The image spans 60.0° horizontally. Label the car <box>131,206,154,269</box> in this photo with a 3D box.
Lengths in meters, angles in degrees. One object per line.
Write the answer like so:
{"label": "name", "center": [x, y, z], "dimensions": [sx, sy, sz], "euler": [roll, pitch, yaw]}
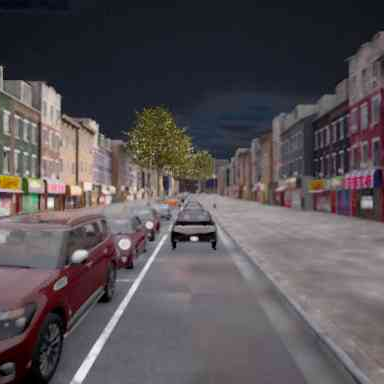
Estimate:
{"label": "car", "center": [-2.614, 1.465, 11.108], "dimensions": [1.967, 1.590, 4.097], "euler": [1, 0, 0]}

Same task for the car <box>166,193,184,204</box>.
{"label": "car", "center": [-2.727, 1.321, 48.514], "dimensions": [2.097, 1.767, 4.553], "euler": [0, 0, 0]}

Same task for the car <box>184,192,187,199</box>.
{"label": "car", "center": [-2.578, 1.214, 66.469], "dimensions": [2.192, 1.841, 5.009], "euler": [2, 0, 0]}

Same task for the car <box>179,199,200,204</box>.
{"label": "car", "center": [0.101, 1.587, 30.590], "dimensions": [1.994, 1.385, 4.181], "euler": [0, 0, 0]}

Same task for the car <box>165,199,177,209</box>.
{"label": "car", "center": [-2.606, 1.578, 27.717], "dimensions": [2.008, 1.369, 4.403], "euler": [1, 0, 0]}

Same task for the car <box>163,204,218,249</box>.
{"label": "car", "center": [0.092, 1.521, 14.787], "dimensions": [2.128, 1.511, 4.902], "euler": [0, 0, 0]}

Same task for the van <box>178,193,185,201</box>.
{"label": "van", "center": [-2.570, 1.176, 83.074], "dimensions": [1.690, 1.788, 3.998], "euler": [2, 0, 0]}

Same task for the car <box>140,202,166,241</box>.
{"label": "car", "center": [-2.611, 1.471, 16.644], "dimensions": [1.967, 1.590, 4.097], "euler": [1, 0, 0]}

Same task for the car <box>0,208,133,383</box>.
{"label": "car", "center": [-2.615, 1.330, 5.571], "dimensions": [2.192, 1.841, 5.009], "euler": [1, 0, 0]}
